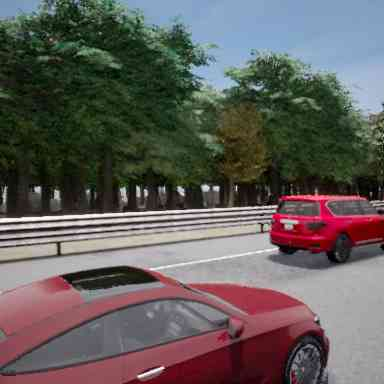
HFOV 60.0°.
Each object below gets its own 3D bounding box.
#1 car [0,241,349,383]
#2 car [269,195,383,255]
[{"bbox_3d":[-0.583,1.514,3.331,4.674,1.442,1.812,-1,0,-36],"label":"car"},{"bbox_3d":[5.138,1.130,11.712,5.566,2.045,2.150,-1,0,-36],"label":"car"}]
